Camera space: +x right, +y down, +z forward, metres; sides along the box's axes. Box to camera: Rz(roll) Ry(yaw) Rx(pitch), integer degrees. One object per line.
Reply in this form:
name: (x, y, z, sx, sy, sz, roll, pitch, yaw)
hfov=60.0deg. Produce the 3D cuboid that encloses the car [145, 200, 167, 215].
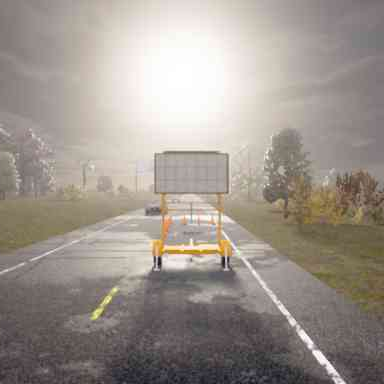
car: (-3.650, 1.569, 34.299, 1.994, 1.385, 4.181, 0, 0, 0)

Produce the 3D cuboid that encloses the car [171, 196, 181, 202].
car: (-3.612, 1.550, 75.514, 1.812, 1.442, 4.674, 0, 0, 0)

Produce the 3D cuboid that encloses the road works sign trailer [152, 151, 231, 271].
road works sign trailer: (-0.016, 0.463, 10.902, 2.380, 3.560, 2.880, 0, 0, 0)
